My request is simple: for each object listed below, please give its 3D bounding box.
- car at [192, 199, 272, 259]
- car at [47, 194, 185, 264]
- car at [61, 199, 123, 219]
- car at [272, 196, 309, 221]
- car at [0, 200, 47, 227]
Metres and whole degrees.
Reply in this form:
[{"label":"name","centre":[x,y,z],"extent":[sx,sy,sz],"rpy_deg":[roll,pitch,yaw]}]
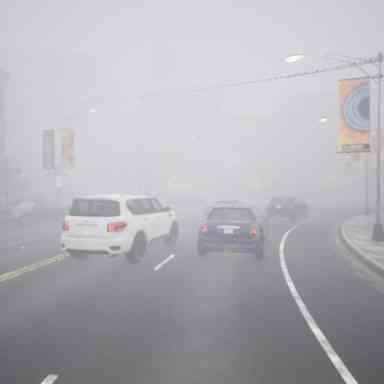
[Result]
[{"label":"car","centre":[1.688,1.200,12.250],"extent":[2.097,1.767,4.553],"rpy_deg":[0,1,15]},{"label":"car","centre":[-2.162,1.077,11.609],"extent":[2.150,2.045,5.566],"rpy_deg":[0,1,15]},{"label":"car","centre":[-7.770,1.270,26.298],"extent":[1.895,1.301,4.718],"rpy_deg":[0,1,30]},{"label":"car","centre":[7.061,1.052,24.376],"extent":[2.097,1.767,4.553],"rpy_deg":[0,1,33]},{"label":"car","centre":[-9.928,1.260,20.989],"extent":[2.002,1.452,4.674],"rpy_deg":[0,1,20]}]
